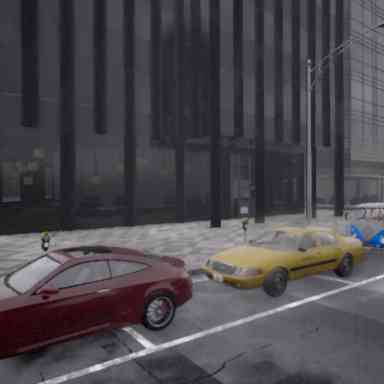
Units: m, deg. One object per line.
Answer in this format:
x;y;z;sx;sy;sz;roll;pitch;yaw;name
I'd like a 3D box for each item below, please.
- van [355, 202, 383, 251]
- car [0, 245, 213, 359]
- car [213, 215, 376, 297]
7.222;1.247;11.789;3.998;1.788;1.690;-1;0;-35;van
-1.914;1.572;5.282;4.206;1.307;1.802;-1;0;-35;car
2.516;1.474;8.437;4.829;1.417;1.752;-1;0;-35;car
